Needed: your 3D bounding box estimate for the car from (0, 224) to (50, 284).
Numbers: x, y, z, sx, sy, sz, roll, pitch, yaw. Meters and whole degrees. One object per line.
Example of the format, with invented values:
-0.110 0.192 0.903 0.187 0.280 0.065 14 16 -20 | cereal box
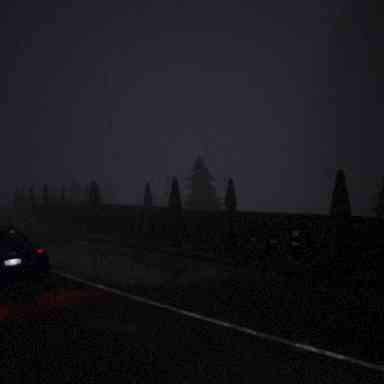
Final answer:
-5.575 1.566 8.923 4.181 1.385 1.994 0 0 42 | car
